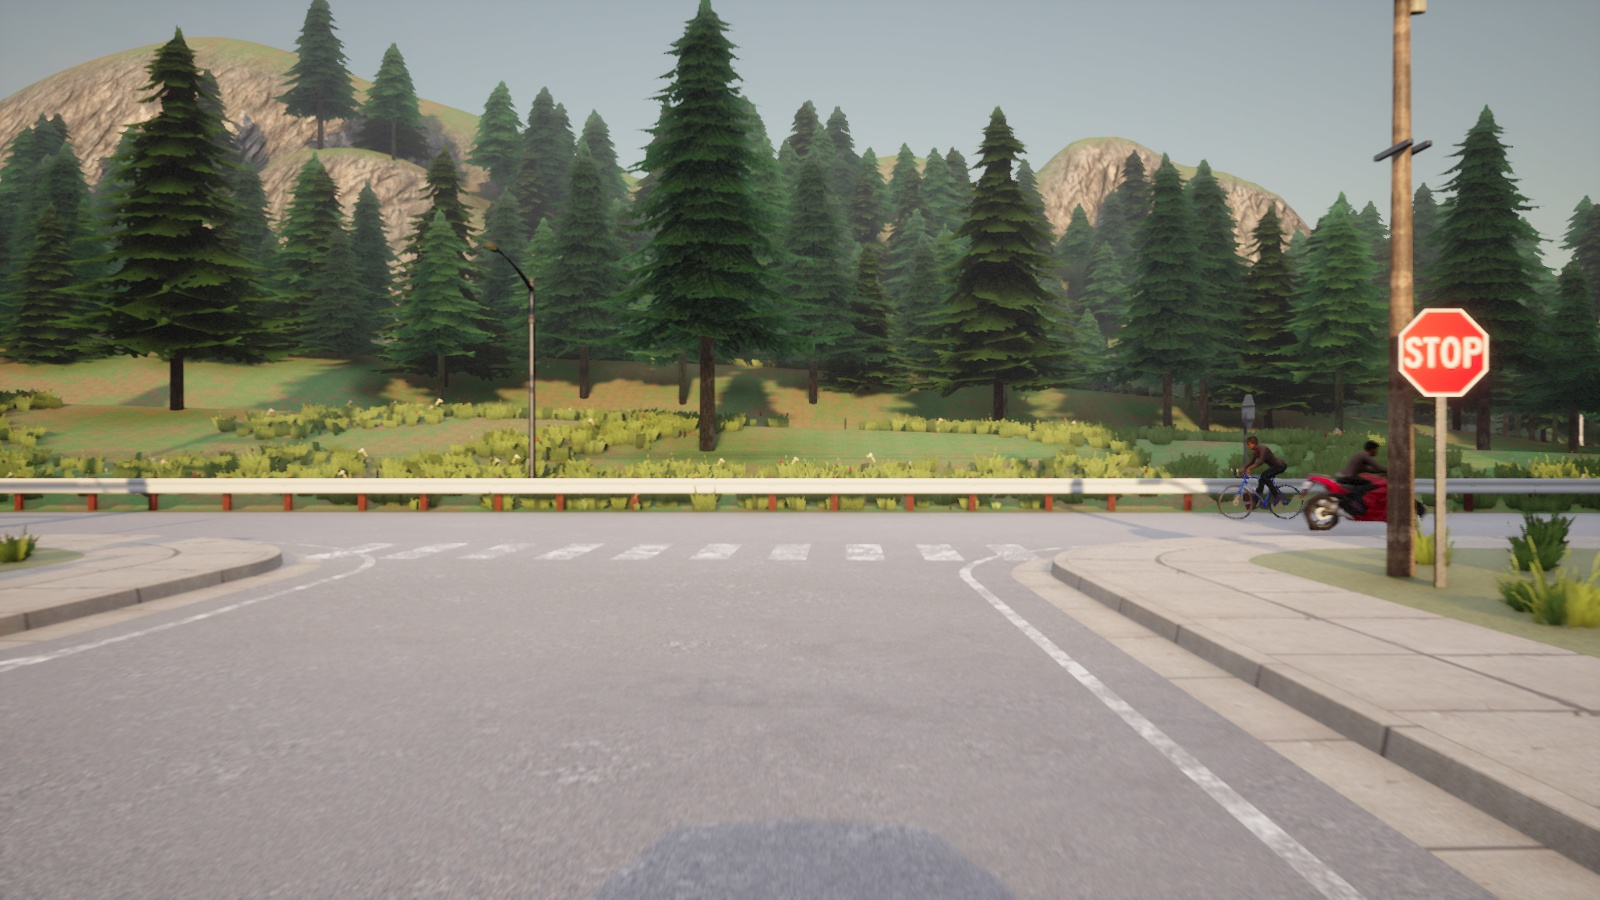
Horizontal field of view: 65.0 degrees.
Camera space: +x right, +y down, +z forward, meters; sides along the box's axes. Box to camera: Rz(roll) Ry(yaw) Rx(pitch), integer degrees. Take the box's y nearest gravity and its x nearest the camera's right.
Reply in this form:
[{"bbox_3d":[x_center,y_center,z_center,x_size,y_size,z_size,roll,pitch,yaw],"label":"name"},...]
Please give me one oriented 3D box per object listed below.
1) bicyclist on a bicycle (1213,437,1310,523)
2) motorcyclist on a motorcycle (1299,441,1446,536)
[{"bbox_3d":[8.888,0.570,24.210,1.656,1.620,0.582,0,0,1],"label":"bicyclist on a bicycle"},{"bbox_3d":[9.414,0.619,20.697,2.044,1.523,0.797,0,0,1],"label":"motorcyclist on a motorcycle"}]
